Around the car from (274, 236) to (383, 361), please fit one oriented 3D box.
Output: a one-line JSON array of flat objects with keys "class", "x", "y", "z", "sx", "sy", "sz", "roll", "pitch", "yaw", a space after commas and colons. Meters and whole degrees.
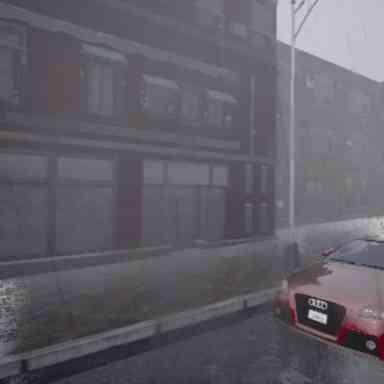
[{"class": "car", "x": 3.365, "y": 1.512, "z": 5.769, "sx": 4.181, "sy": 1.385, "sz": 1.994, "roll": -1, "pitch": 1, "yaw": -35}]
